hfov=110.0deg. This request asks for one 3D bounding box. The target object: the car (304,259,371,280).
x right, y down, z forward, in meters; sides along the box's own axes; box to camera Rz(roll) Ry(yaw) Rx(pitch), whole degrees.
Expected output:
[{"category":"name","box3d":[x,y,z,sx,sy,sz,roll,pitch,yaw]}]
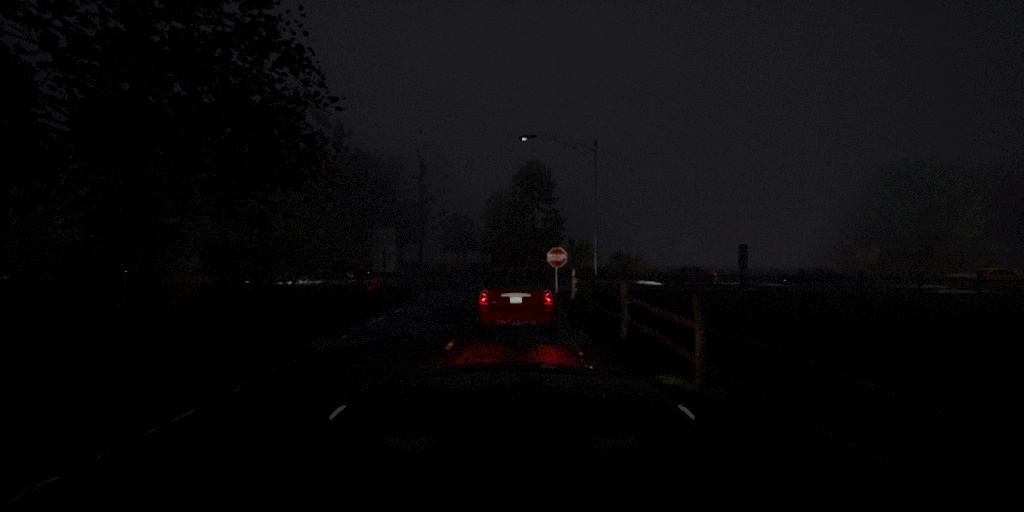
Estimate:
[{"category":"car","box3d":[-13.569,0.999,27.974,4.892,1.490,1.837,1,0,2]}]

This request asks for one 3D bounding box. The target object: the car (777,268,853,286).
[{"category":"car","box3d":[23.536,1.620,28.078,4.718,1.301,1.895,1,1,0]}]

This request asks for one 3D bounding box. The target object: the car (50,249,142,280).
[{"category":"car","box3d":[-28.527,0.560,25.024,5.566,2.045,2.150,1,1,-1]}]

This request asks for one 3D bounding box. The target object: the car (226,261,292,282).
[{"category":"car","box3d":[-17.672,1.053,25.073,4.181,1.385,1.994,1,1,0]}]

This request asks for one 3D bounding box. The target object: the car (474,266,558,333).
[{"category":"car","box3d":[0.099,1.082,10.843,2.097,1.767,4.553,0,0,0]}]

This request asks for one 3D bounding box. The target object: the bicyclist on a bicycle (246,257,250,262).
[{"category":"bicyclist on a bicycle","box3d":[-22.674,0.787,31.040,0.582,1.620,1.656,1,0,0]}]

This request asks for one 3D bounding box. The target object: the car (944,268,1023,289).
[{"category":"car","box3d":[37.027,1.692,28.049,5.008,1.535,1.882,1,1,0]}]

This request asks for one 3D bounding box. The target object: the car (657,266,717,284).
[{"category":"car","box3d":[13.667,1.442,28.092,4.181,1.385,1.994,1,1,-1]}]
